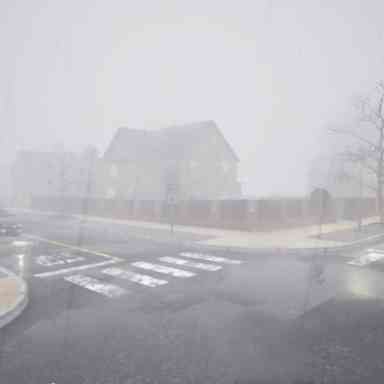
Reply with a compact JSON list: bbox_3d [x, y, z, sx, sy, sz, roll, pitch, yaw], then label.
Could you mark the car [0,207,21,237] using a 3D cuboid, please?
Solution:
[{"bbox_3d":[-10.376,1.540,17.017,4.892,1.490,1.837,1,2,45],"label":"car"}]
